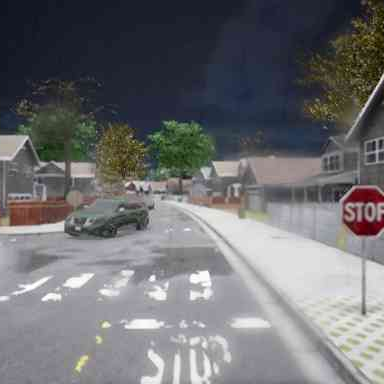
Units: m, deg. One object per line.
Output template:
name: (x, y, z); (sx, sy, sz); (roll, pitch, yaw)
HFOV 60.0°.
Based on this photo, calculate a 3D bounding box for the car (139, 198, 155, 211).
car: (-5.697, 1.502, 42.274); (1.837, 1.490, 4.892); (0, 0, -8)

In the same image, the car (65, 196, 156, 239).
car: (-4.293, 1.316, 17.987); (2.150, 2.045, 5.566); (3, 1, 21)
